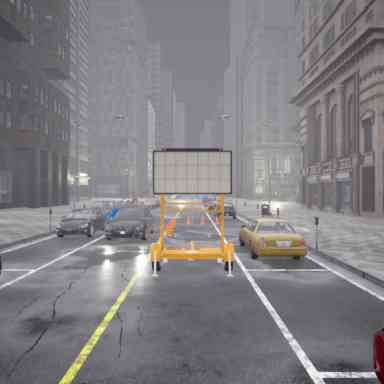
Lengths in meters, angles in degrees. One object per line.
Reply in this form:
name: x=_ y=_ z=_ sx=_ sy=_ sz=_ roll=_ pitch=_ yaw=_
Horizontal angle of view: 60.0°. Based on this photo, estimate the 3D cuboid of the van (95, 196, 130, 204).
van: x=-5.737 y=1.344 z=23.281 sx=1.690 sy=1.788 sz=3.998 roll=0 pitch=0 yaw=0

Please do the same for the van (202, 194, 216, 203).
van: x=2.844 y=1.349 z=50.880 sx=1.690 sy=1.788 sz=3.998 roll=0 pitch=0 yaw=0

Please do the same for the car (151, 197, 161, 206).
car: x=-5.713 y=1.532 z=45.213 sx=1.752 sy=1.417 sz=4.829 roll=0 pitch=0 yaw=0

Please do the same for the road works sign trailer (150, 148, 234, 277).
road works sign trailer: x=0.013 y=0.466 z=10.246 sx=2.380 sy=3.560 sz=2.880 roll=0 pitch=0 yaw=0

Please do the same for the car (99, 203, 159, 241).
car: x=-2.978 y=1.507 z=16.724 sx=1.837 sy=1.490 sz=4.892 roll=0 pitch=0 yaw=0

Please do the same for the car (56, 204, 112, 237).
car: x=-5.744 y=1.553 z=17.755 sx=2.008 sy=1.369 sz=4.403 roll=0 pitch=0 yaw=0

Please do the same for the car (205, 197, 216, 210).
car: x=2.827 y=1.588 z=39.829 sx=1.802 sy=1.307 sz=4.206 roll=0 pitch=0 yaw=0

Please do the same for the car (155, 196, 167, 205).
car: x=-5.695 y=1.556 z=61.959 sx=1.887 sy=1.381 sz=4.507 roll=0 pitch=0 yaw=0

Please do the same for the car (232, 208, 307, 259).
car: x=2.787 y=1.527 z=12.375 sx=1.752 sy=1.417 sz=4.829 roll=0 pitch=0 yaw=0

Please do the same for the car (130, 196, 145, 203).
car: x=-5.730 y=1.319 z=28.806 sx=2.192 sy=1.841 sz=5.009 roll=0 pitch=0 yaw=0

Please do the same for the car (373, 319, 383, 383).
car: x=2.771 y=1.315 z=1.155 sx=2.192 sy=1.841 sz=5.009 roll=0 pitch=0 yaw=0

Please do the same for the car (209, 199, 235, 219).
car: x=2.811 y=1.555 z=28.779 sx=2.008 sy=1.369 sz=4.403 roll=0 pitch=0 yaw=0

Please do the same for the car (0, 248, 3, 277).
car: x=-5.755 y=1.441 z=6.704 sx=1.967 sy=1.590 sz=4.097 roll=0 pitch=0 yaw=0

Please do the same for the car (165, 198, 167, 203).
car: x=-5.701 y=1.554 z=56.433 sx=1.887 sy=1.381 sz=4.507 roll=0 pitch=0 yaw=0

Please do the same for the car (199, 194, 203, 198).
car: x=2.860 y=1.556 z=61.929 sx=1.887 sy=1.381 sz=4.507 roll=0 pitch=0 yaw=0

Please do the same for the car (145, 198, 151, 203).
car: x=-5.725 y=1.550 z=34.331 sx=1.887 sy=1.381 sz=4.507 roll=0 pitch=0 yaw=0
